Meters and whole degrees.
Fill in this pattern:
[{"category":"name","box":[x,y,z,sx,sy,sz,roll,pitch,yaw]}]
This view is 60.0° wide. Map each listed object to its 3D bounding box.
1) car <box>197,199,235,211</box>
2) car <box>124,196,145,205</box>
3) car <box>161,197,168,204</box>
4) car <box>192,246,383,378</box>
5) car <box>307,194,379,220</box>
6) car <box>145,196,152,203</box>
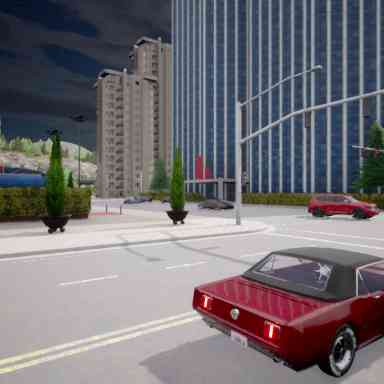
[{"category":"car","box":[2.836,1.547,40.607,2.033,1.411,5.357,0,0,-36]},{"category":"car","box":[-10.637,1.525,59.231,1.812,1.442,4.674,0,0,-35]},{"category":"car","box":[-4.049,1.491,62.305,2.128,1.511,4.902,0,0,-36]},{"category":"car","box":[2.422,1.601,5.540,4.718,1.301,1.895,0,0,-35]},{"category":"car","box":[12.633,1.223,28.231,5.566,2.045,2.150,0,0,45]},{"category":"car","box":[-10.225,1.511,70.692,2.128,1.511,4.902,0,0,-36]}]
